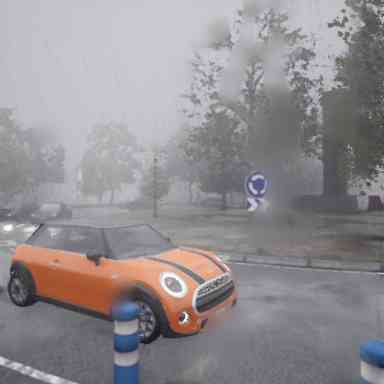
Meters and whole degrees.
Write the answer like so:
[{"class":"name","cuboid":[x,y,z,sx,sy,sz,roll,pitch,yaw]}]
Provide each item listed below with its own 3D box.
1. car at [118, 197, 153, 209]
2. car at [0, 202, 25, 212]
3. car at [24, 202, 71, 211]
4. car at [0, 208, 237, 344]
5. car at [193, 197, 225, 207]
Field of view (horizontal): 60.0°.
[{"class":"car","cuboid":[-7.027,1.343,41.533,4.674,1.442,1.812,-1,1,-44]},{"class":"car","cuboid":[-13.244,1.477,25.508,2.033,1.411,5.357,0,0,1]},{"class":"car","cuboid":[-9.912,1.451,23.769,1.812,1.442,4.674,-1,0,-6]},{"class":"car","cuboid":[-1.447,1.337,6.465,4.553,1.767,2.097,0,0,32]},{"class":"car","cuboid":[2.256,1.331,43.905,4.181,1.385,1.994,0,0,-20]}]
